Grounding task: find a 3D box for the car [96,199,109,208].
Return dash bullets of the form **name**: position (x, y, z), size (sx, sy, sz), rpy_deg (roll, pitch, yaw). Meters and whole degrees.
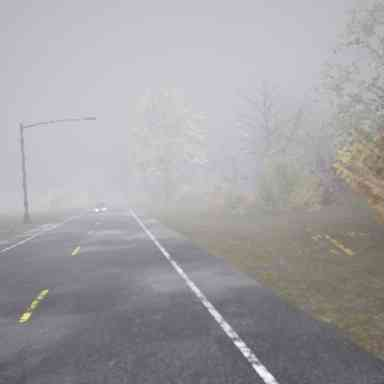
- **car**: position (-18.719, 2.624, 68.320), size (1.895, 1.301, 4.718), rpy_deg (-3, 0, -12)
